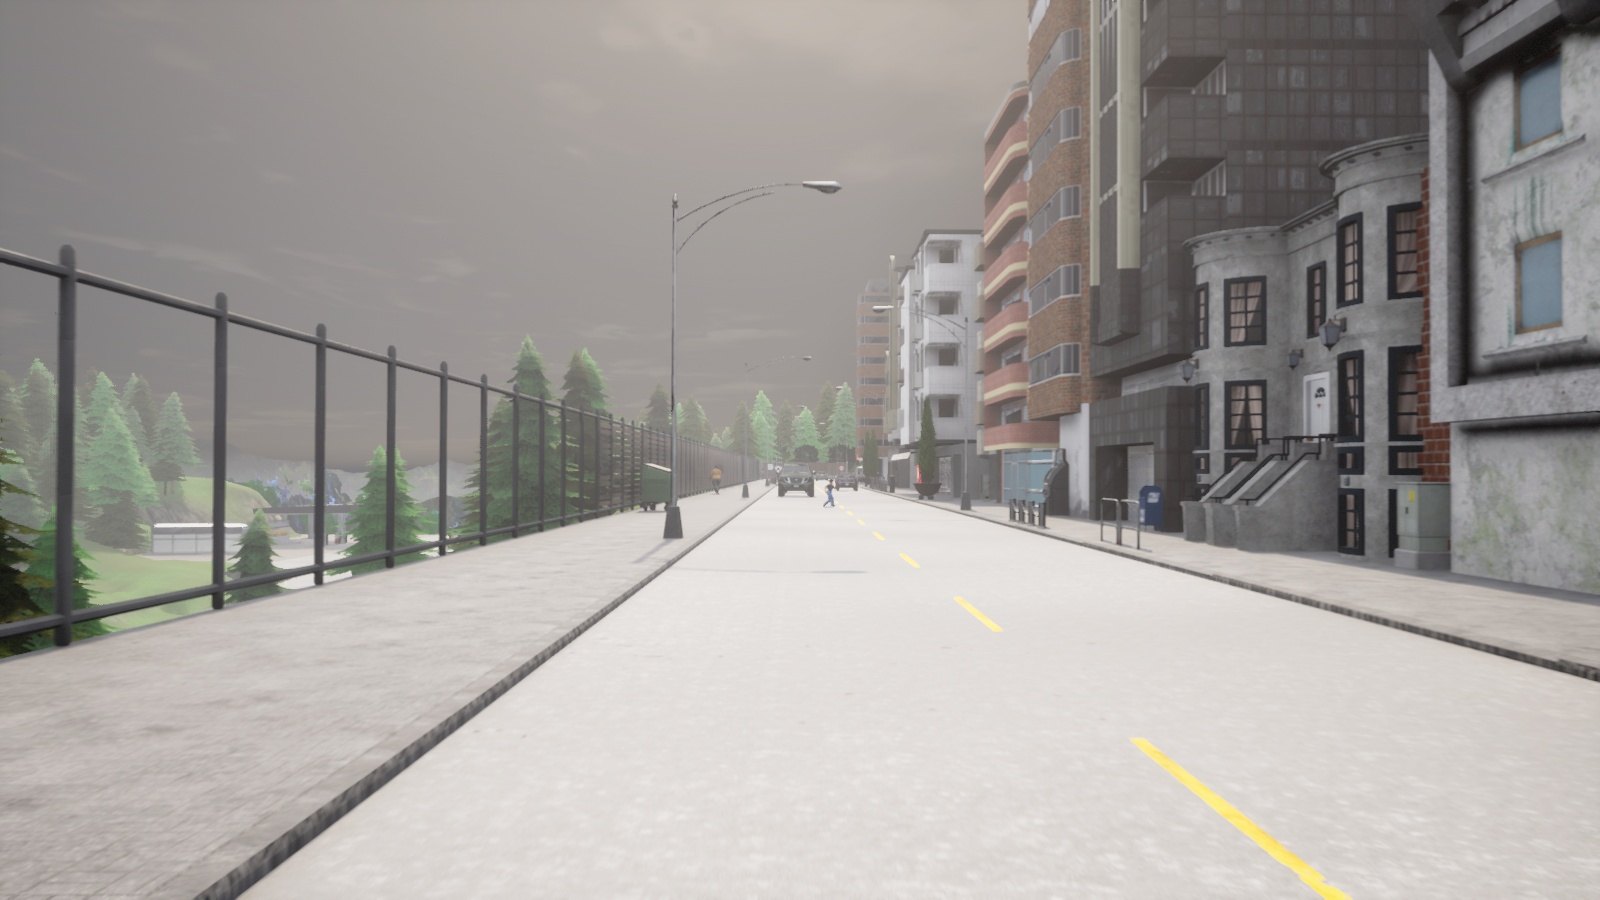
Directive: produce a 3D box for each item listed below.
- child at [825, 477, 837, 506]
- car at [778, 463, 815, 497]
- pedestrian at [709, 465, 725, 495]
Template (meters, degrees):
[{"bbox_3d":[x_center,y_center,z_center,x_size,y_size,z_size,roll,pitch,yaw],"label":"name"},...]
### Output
[{"bbox_3d":[1.318,1.796,54.172,0.437,1.263,0.270,-1,-1,26],"label":"child"},{"bbox_3d":[-0.215,1.822,76.900,2.150,2.045,5.566,0,-1,0],"label":"car"},{"bbox_3d":[-5.196,1.857,78.374,0.874,1.855,0.900,0,-1,-14],"label":"pedestrian"}]
